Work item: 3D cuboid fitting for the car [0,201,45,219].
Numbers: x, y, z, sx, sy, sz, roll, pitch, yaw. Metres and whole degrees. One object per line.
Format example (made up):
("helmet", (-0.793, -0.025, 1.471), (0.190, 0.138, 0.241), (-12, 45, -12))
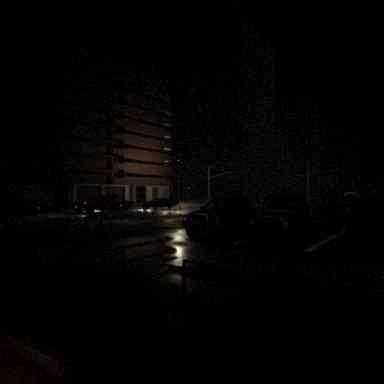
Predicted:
("car", (-15.411, 1.554, 28.694), (1.994, 1.385, 4.181), (0, 0, 34))

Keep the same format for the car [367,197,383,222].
("car", (15.935, 1.394, 27.290), (1.970, 1.475, 3.806), (0, 0, 34))

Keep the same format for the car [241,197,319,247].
("car", (3.909, 1.154, 14.336), (1.905, 1.878, 3.866), (0, 0, 34))

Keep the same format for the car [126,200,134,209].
("car", (-9.952, 1.537, 43.102), (2.033, 1.411, 5.357), (0, 0, 34))

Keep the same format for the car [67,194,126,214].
("car", (-10.305, 1.212, 36.295), (2.150, 2.045, 5.566), (0, 0, 34))

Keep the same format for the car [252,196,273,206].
("car", (12.090, 1.518, 56.754), (1.812, 1.442, 4.674), (0, 0, 34))

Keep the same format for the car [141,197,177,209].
("car", (-4.497, 1.538, 44.933), (2.033, 1.411, 5.357), (0, 0, 34))

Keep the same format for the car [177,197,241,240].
("car", (1.542, 1.151, 16.002), (1.932, 1.855, 4.605), (0, 0, 34))

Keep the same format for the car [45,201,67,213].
("car", (-15.327, 1.590, 35.098), (1.895, 1.301, 4.718), (0, 0, 34))

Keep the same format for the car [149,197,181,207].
("car", (-4.121, 1.537, 51.719), (2.033, 1.411, 5.357), (0, 0, 35))
